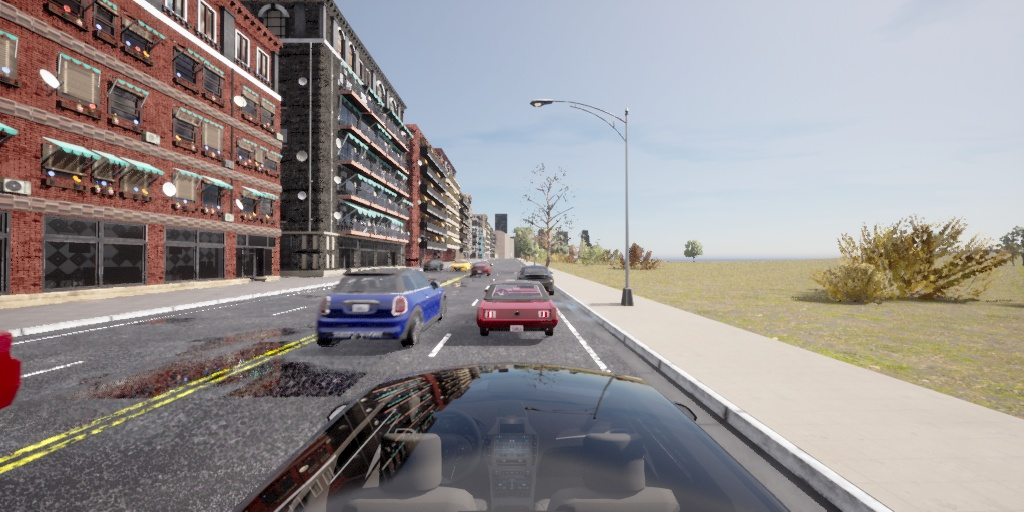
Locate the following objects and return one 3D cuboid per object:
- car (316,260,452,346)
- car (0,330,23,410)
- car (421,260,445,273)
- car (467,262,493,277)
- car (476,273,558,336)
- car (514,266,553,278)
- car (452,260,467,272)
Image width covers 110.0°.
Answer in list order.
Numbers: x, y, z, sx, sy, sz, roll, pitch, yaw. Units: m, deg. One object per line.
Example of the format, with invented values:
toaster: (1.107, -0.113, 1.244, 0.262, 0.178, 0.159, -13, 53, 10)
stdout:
car: (-3.126, 1.103, 9.549, 2.097, 1.767, 4.553, 0, 0, 0)
car: (-6.600, 1.228, 1.947, 1.882, 1.535, 5.008, 0, 0, 0)
car: (-9.702, 1.229, 44.597, 1.882, 1.535, 5.008, 0, 0, 0)
car: (-3.034, 1.277, 36.010, 1.812, 1.442, 4.674, 0, 0, 0)
car: (0.128, 1.352, 10.336, 1.895, 1.301, 4.718, 0, 0, 0)
car: (1.198, 1.257, 19.537, 1.837, 1.490, 4.892, 0, 0, 0)
car: (-6.450, 1.229, 45.000, 1.882, 1.535, 5.008, 0, 0, 0)
